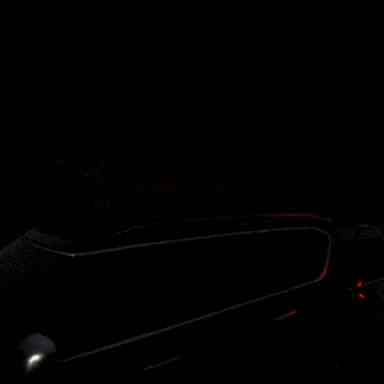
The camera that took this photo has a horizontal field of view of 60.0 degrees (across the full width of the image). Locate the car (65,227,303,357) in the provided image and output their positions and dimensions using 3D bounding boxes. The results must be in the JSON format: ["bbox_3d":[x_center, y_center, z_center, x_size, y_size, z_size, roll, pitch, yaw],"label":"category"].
[{"bbox_3d":[0.005,1.566,6.539,4.313,1.339,1.947,0,0,-35],"label":"car"}]

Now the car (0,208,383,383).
[{"bbox_3d":[-0.688,1.221,2.891,5.566,2.045,2.150,0,0,-35],"label":"car"}]
